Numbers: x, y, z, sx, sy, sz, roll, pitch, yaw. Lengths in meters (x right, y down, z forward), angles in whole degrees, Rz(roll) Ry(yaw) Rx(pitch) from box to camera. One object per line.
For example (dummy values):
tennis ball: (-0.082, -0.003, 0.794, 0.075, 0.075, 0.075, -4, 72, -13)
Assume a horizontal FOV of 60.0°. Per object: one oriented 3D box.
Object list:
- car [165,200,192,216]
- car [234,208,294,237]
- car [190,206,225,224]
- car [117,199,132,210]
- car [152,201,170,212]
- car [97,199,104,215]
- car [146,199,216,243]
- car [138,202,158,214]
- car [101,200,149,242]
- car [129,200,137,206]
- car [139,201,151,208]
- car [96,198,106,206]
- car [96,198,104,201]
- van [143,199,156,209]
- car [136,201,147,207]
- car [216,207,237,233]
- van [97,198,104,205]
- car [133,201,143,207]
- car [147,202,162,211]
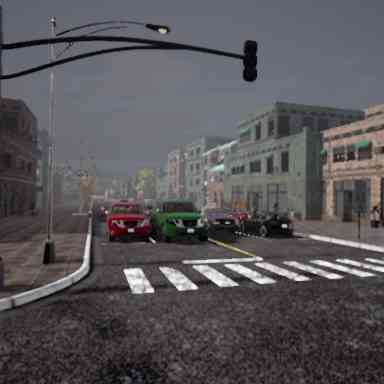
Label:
car: (-1.783, 1.973, 41.519, 2.192, 1.841, 5.009, 1, -1, -16)
car: (4.493, 1.919, 20.230, 1.947, 1.339, 4.313, 1, -1, -16)
car: (1.306, 2.033, 31.037, 1.752, 1.417, 4.829, 1, -1, -16)
car: (-10.252, 1.872, 50.153, 1.812, 1.442, 4.674, 1, -1, -16)
car: (-4.922, 2.250, 52.160, 1.967, 1.590, 4.097, 1, -1, -16)
car: (-9.820, 1.935, 39.148, 1.967, 1.590, 4.097, 1, -1, -16)
car: (-0.827, 1.451, 17.835, 2.150, 2.045, 5.566, 1, -1, -16)
car: (-6.308, 2.197, 47.572, 2.128, 1.511, 4.902, 1, -1, -16)
car: (-3.542, 1.505, 17.865, 2.192, 1.841, 5.009, 1, -1, -16)
car: (-15.907, 2.923, 89.407, 1.802, 1.307, 4.206, 1, -1, -16)
car: (-9.629, 2.583, 68.123, 1.887, 1.381, 4.507, 1, -1, -16)
car: (-22.373, 2.418, 81.720, 2.192, 1.841, 5.009, 1, -1, -16)
car: (-19.235, 2.502, 71.074, 2.008, 1.369, 4.403, 1, -1, -16)
van: (-8.060, 2.303, 62.804, 1.690, 1.788, 3.998, 1, -1, -16)
car: (-11.199, 2.696, 73.443, 1.802, 1.307, 4.206, 1, -1, -16)
car: (1.350, 1.884, 21.853, 2.033, 1.411, 5.357, 1, -1, -17)
van: (-23.942, 2.520, 87.041, 1.690, 1.788, 3.998, 1, -1, -16)
car: (-12.768, 2.772, 78.765, 1.802, 1.307, 4.206, 1, -1, -16)
car: (-6.491, 2.468, 57.479, 1.802, 1.307, 4.206, 1, -1, -16)
